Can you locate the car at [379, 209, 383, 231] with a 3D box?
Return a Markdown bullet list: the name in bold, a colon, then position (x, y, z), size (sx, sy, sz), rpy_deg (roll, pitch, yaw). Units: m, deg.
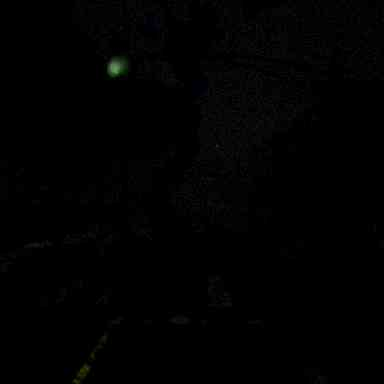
- **car**: position (11.445, 1.211, 14.890), size (5.566, 2.045, 2.150), rpy_deg (0, -1, 0)
